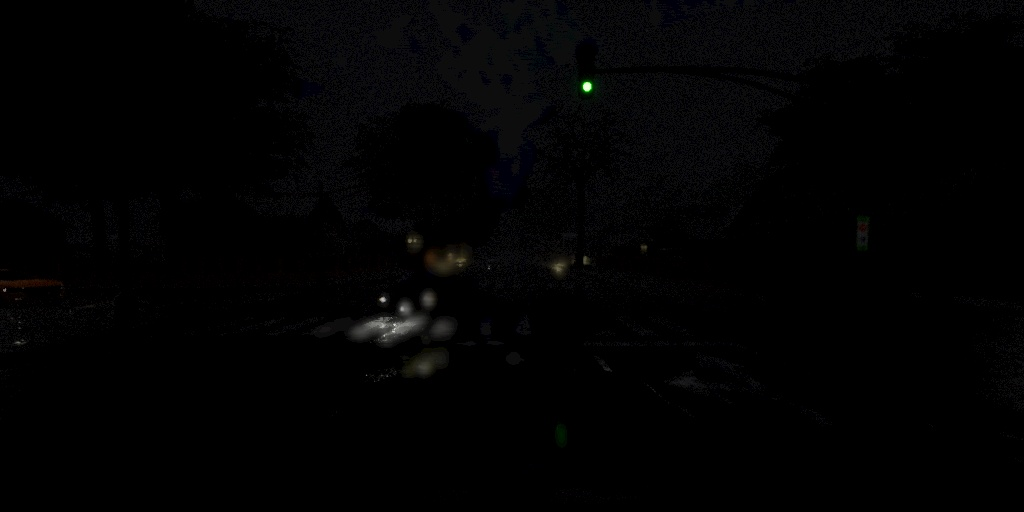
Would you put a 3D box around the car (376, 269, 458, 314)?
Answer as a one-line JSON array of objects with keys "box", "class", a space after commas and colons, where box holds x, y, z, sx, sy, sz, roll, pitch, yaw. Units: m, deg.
[{"box": [-3.206, 1.193, 13.363, 2.033, 1.411, 5.357, 0, 1, 0], "class": "car"}]

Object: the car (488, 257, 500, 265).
[{"box": [-2.999, 0.770, 59.595, 1.895, 1.301, 4.718, 0, 1, 0], "class": "car"}]

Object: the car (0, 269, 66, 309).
[{"box": [-21.235, 1.251, 14.546, 5.008, 1.535, 1.882, 0, 1, 2], "class": "car"}]
